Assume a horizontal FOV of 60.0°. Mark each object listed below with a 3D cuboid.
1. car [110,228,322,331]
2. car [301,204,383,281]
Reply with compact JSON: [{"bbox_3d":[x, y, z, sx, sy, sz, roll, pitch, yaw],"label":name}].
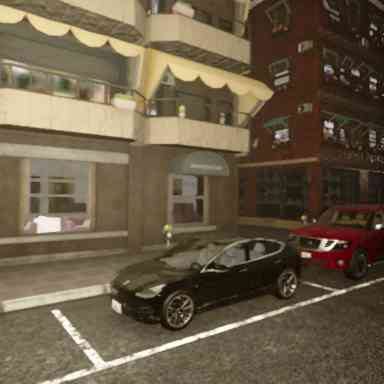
[{"bbox_3d":[0.501,1.570,6.904,4.313,1.339,1.947,0,1,-35],"label":"car"},{"bbox_3d":[5.038,1.324,10.136,5.009,1.841,2.192,0,1,-35],"label":"car"}]
